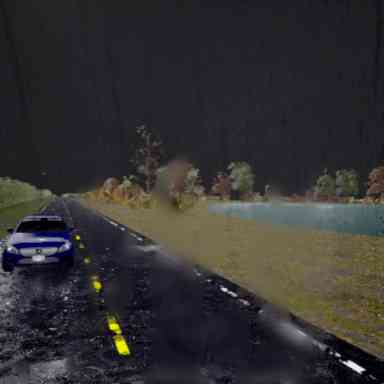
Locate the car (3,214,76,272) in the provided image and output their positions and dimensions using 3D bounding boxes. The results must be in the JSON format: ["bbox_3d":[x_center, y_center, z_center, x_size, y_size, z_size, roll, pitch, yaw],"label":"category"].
[{"bbox_3d":[-4.937,1.500,11.009,1.812,1.442,4.674,1,0,-22],"label":"car"}]
